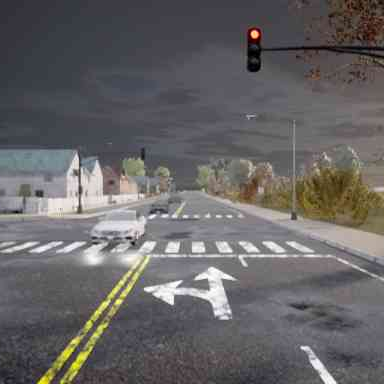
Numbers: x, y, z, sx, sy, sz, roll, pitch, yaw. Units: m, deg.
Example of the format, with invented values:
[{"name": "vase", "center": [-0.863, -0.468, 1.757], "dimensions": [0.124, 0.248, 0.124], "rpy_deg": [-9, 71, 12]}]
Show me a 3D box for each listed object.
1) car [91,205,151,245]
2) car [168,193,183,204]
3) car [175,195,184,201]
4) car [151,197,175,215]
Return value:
[{"name": "car", "center": [-3.228, 1.529, 15.494], "dimensions": [1.812, 1.442, 4.674], "rpy_deg": [0, 0, 0]}, {"name": "car", "center": [-3.157, 1.247, 62.010], "dimensions": [2.150, 2.045, 5.566], "rpy_deg": [0, 2, 0]}, {"name": "car", "center": [-3.128, 1.443, 81.734], "dimensions": [1.994, 1.385, 4.181], "rpy_deg": [0, 0, 0]}, {"name": "car", "center": [-3.207, 1.541, 34.282], "dimensions": [2.033, 1.411, 5.357], "rpy_deg": [0, 0, 0]}]
